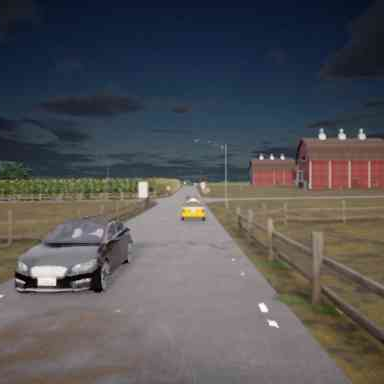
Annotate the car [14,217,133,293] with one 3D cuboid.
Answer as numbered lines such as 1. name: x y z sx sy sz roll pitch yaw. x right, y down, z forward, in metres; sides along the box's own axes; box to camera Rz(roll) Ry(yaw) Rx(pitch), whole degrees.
1. car: -2.827 1.482 8.954 2.128 1.511 4.902 0 0 0

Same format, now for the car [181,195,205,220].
1. car: 0.102 1.302 26.366 1.801 1.575 5.366 0 1 0
